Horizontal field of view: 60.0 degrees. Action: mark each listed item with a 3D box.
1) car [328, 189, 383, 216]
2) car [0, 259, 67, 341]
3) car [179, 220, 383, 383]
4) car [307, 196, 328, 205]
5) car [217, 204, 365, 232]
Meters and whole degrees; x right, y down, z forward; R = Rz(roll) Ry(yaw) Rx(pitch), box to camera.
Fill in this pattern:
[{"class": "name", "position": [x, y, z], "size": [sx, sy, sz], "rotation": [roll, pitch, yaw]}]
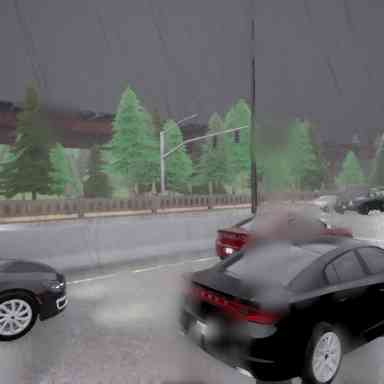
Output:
[{"class": "car", "position": [13.778, 0.762, 26.802], "size": [5.566, 2.045, 2.150], "rotation": [-1, 1, -36]}, {"class": "car", "position": [-4.423, 1.504, 4.895], "size": [4.892, 1.490, 1.837], "rotation": [0, 0, -35]}, {"class": "car", "position": [2.157, 1.421, 5.350], "size": [5.008, 1.535, 1.882], "rotation": [-1, 1, -35]}, {"class": "car", "position": [12.240, 1.054, 30.004], "size": [4.674, 1.442, 1.812], "rotation": [-1, 1, -36]}, {"class": "car", "position": [2.999, 1.358, 10.238], "size": [5.008, 1.535, 1.882], "rotation": [-1, 1, -35]}]
